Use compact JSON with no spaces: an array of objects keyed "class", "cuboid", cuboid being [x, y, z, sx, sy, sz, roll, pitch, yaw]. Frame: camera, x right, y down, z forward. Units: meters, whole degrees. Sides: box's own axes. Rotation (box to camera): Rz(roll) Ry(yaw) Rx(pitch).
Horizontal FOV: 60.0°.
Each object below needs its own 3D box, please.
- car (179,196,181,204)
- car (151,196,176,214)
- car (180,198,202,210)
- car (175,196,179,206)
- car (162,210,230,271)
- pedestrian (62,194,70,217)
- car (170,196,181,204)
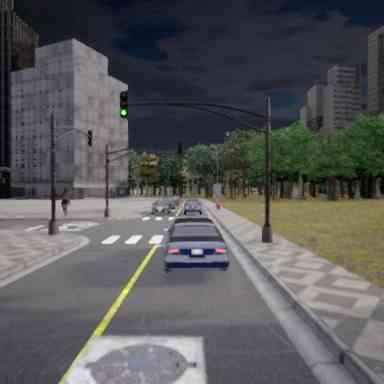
[{"class":"car","cuboid":[-3.072,1.460,53.250,1.882,1.535,5.008,0,0,0]},{"class":"car","cuboid":[-3.104,1.486,34.584,2.128,1.511,4.902,0,0,0]},{"class":"car","cuboid":[0.095,1.542,35.308,2.033,1.411,5.357,0,0,0]},{"class":"car","cuboid":[-3.101,1.494,43.800,1.837,1.490,4.892,0,0,0]},{"class":"car","cuboid":[0.033,1.550,10.859,2.033,1.411,5.357,0,0,-2]},{"class":"pedestrian","cuboid":[-10.089,1.082,26.605,0.375,1.860,0.375,0,0,1]},{"class":"car","cuboid":[-3.063,1.477,63.548,1.837,1.490,4.892,0,0,0]}]
